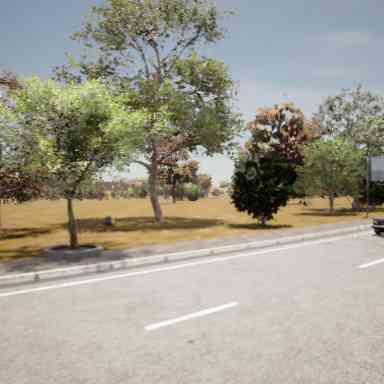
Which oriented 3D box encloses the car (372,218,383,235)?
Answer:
[{"bbox_3d":[11.460,1.619,17.817,4.718,1.301,1.895,0,0,-41],"label":"car"}]
